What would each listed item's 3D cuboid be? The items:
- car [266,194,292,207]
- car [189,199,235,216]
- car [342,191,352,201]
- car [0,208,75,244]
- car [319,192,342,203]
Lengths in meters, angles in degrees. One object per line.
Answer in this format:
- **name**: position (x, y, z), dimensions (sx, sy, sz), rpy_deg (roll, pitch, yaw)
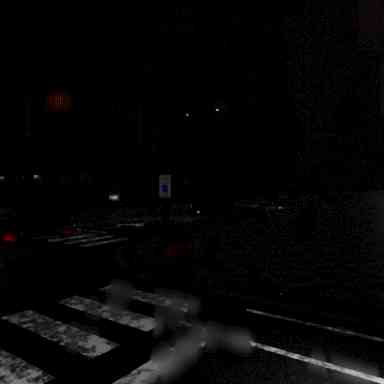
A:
- **car**: position (10.708, 0.962, 40.632), dimensions (1.812, 1.442, 4.674), rpy_deg (0, 1, 36)
- **car**: position (1.758, 1.242, 28.139), dimensions (1.895, 1.301, 4.718), rpy_deg (0, 1, 35)
- **car**: position (25.394, 0.653, 55.701), dimensions (1.882, 1.535, 5.008), rpy_deg (0, 1, 36)
- **car**: position (-7.511, 1.423, 15.172), dimensions (1.994, 1.385, 4.181), rpy_deg (0, 1, 36)
- **car**: position (19.511, 0.814, 47.473), dimensions (1.837, 1.490, 4.892), rpy_deg (0, 1, 36)
